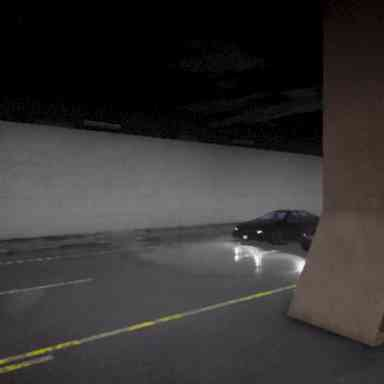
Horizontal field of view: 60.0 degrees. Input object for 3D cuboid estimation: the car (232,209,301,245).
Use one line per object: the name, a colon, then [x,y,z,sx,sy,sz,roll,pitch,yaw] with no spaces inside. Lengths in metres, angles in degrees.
car: [4.414,1.547,15.776,5.357,1.411,2.033,0,0,-36]

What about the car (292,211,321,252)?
car: [6.136,1.526,12.750,4.674,1.442,1.812,0,0,-37]
